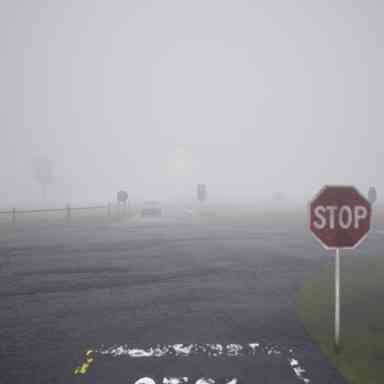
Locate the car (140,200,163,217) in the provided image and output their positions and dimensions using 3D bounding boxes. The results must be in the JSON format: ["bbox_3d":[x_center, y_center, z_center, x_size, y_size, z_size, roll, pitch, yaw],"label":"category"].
[{"bbox_3d":[-3.832,1.504,31.543,1.882,1.535,5.008,0,0,-4],"label":"car"}]
